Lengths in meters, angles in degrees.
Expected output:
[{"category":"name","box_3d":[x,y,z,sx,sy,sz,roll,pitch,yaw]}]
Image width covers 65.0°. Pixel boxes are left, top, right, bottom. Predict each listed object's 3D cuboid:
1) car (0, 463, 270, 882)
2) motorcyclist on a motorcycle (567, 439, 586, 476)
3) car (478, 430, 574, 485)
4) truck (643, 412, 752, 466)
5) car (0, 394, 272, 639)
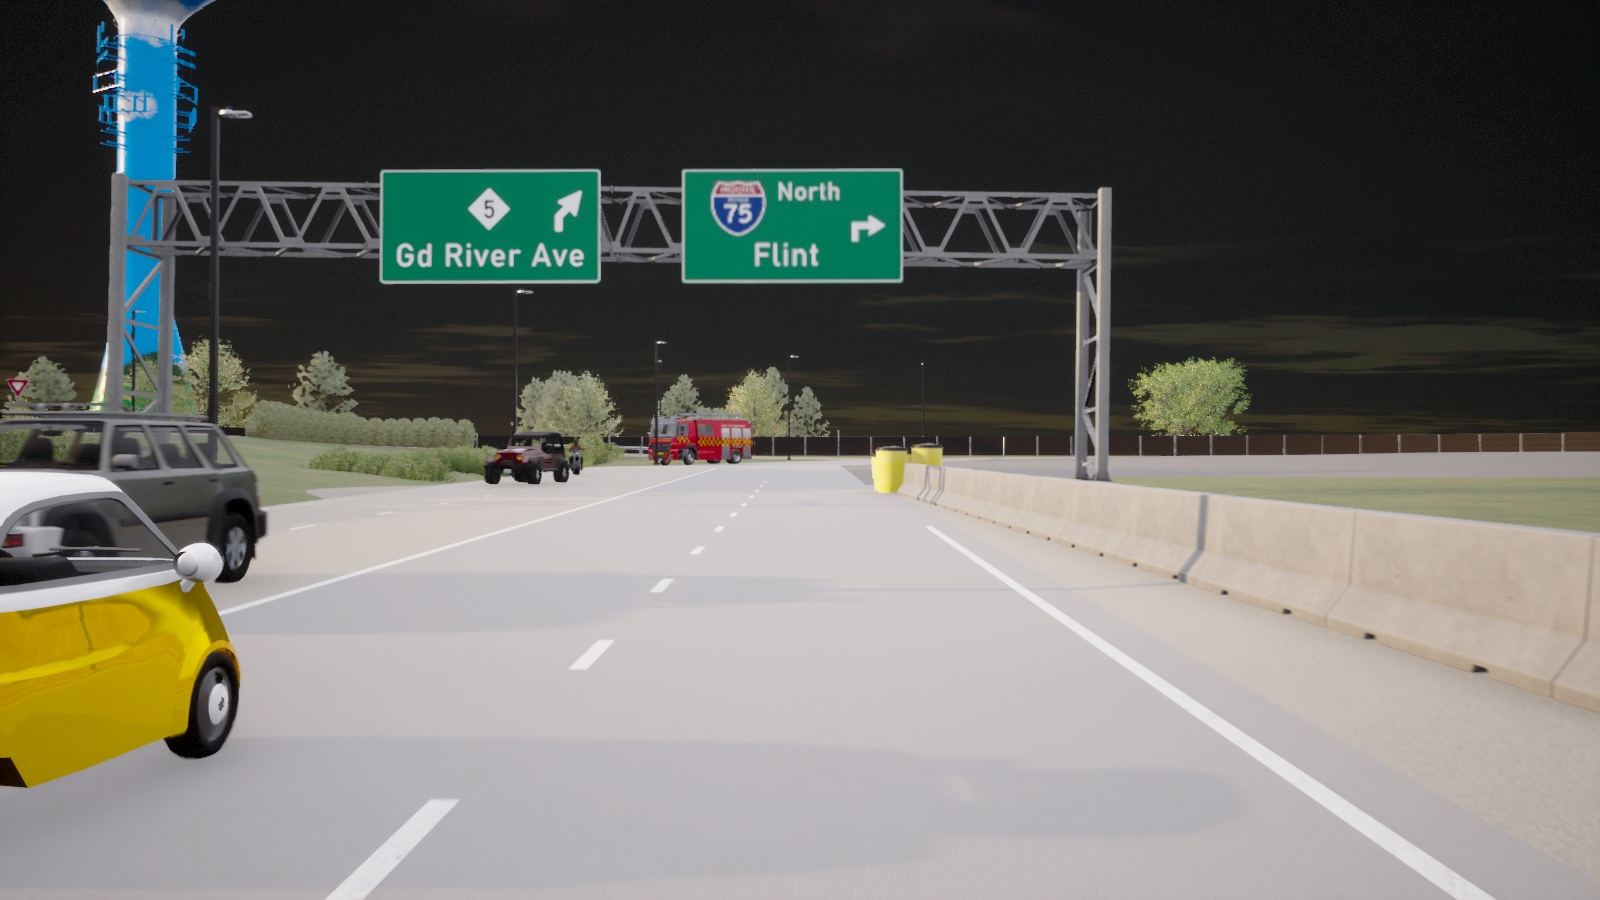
[{"category":"car","box_3d":[-3.454,0.769,5.308,1.481,1.376,2.207,0,1,0]},{"category":"motorcyclist on a motorcycle","box_3d":[-10.181,0.334,57.144,0.766,1.649,2.350,0,1,-13]},{"category":"car","box_3d":[-9.765,0.254,45.062,1.905,1.878,3.866,0,0,13]},{"category":"truck","box_3d":[-7.472,-0.792,92.777,2.891,3.827,8.468,0,0,39]},{"category":"car","box_3d":[-6.916,0.487,11.826,1.932,1.855,4.605,0,0,0]}]
